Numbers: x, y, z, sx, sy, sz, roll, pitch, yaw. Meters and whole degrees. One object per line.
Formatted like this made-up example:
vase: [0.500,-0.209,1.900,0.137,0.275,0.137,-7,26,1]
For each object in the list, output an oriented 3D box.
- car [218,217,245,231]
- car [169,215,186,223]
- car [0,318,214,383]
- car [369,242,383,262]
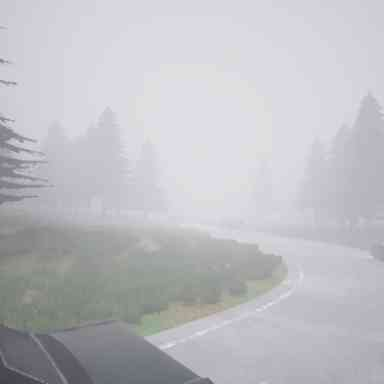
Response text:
car: [4.457,3.657,38.366,2.128,1.511,4.902,3,-3,-15]
car: [-2.280,4.143,50.261,1.994,1.385,4.181,3,-3,-15]
car: [-2.202,1.656,1.817,4.718,1.301,1.895,-1,-1,-37]
car: [9.746,2.598,14.418,2.033,1.411,5.357,2,-3,5]
